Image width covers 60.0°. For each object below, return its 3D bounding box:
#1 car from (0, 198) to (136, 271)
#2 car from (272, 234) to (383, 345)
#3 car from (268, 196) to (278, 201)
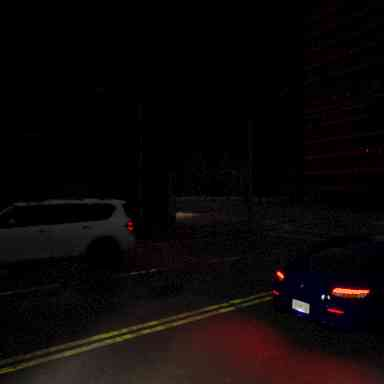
[{"bbox_3d":[-4.352,1.221,9.457,5.566,2.045,2.150,0,0,-35],"label":"car"},{"bbox_3d":[3.489,1.526,6.257,4.674,1.442,1.812,0,0,-35],"label":"car"},{"bbox_3d":[19.052,1.497,75.349,4.181,1.385,1.994,0,0,-35],"label":"car"}]
